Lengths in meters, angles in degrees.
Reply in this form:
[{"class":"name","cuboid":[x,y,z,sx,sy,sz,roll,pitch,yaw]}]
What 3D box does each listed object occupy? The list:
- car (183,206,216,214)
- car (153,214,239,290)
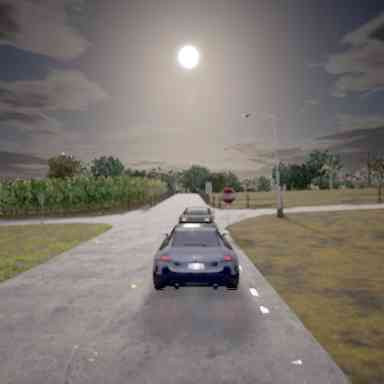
[{"class":"car","cuboid":[0.448,1.485,20.069,1.895,1.301,4.718,0,1,6]},{"class":"car","cuboid":[0.097,1.536,9.059,1.994,1.385,4.181,0,0,0]}]
